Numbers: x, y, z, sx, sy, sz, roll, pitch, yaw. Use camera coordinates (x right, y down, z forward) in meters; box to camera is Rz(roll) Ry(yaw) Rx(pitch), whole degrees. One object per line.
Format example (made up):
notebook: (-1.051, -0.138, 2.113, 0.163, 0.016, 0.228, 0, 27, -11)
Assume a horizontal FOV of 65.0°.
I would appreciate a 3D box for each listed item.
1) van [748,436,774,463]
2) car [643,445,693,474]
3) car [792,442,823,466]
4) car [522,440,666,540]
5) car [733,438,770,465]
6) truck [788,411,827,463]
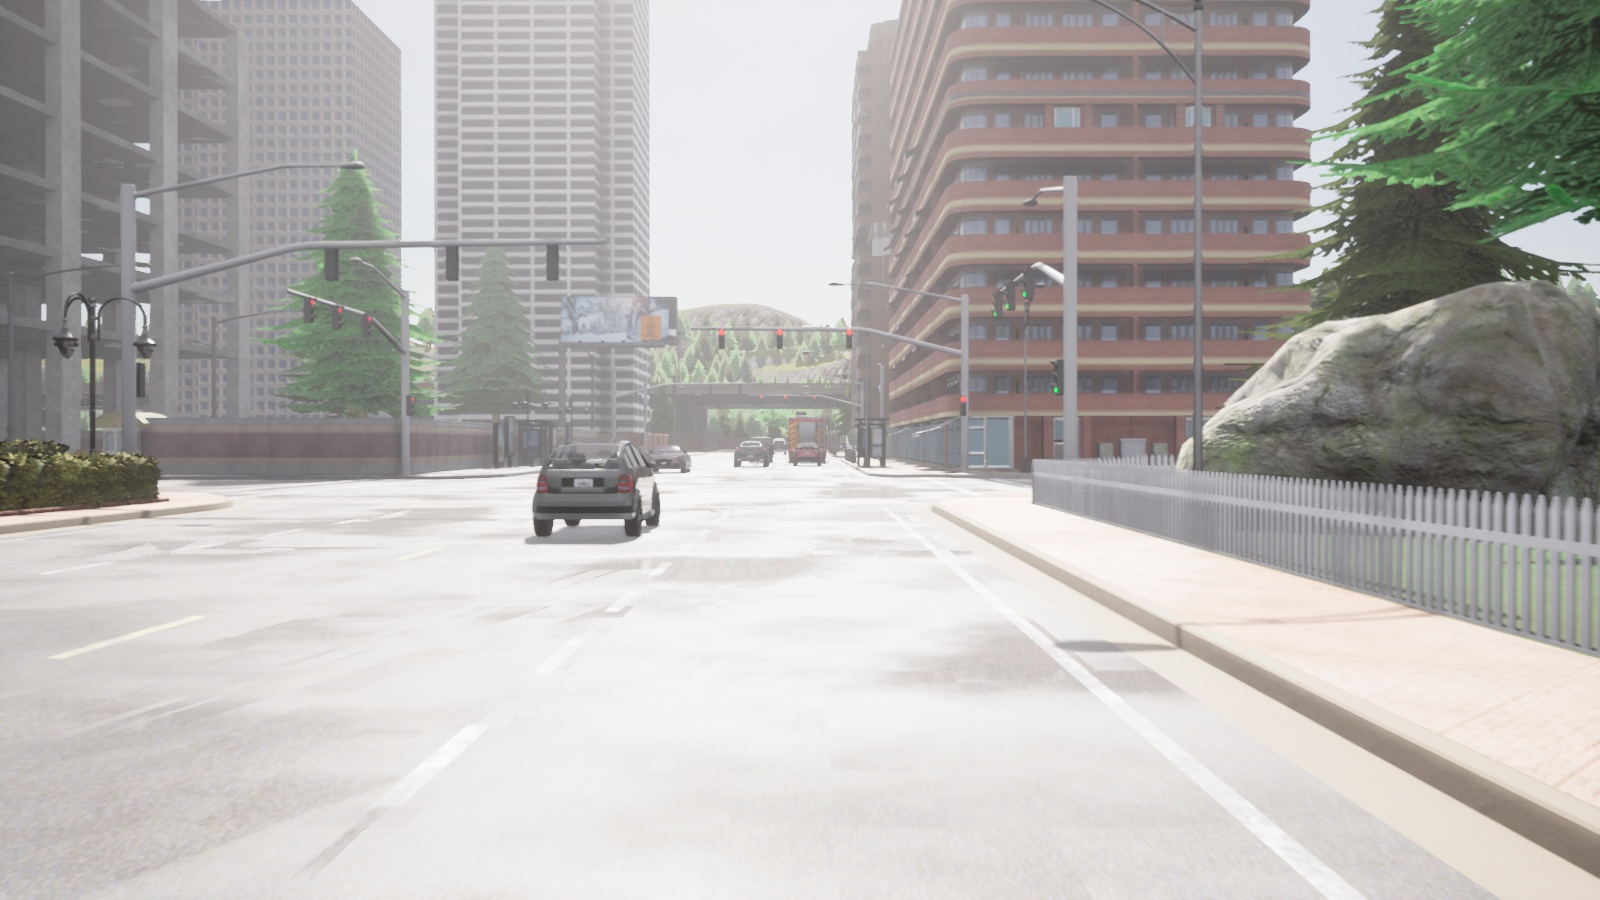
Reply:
van: (-2.948, -0.043, 95.731, 1.775, 1.987, 4.442, 0, 0, 0)
car: (-6.623, 0.448, 63.295, 1.994, 1.385, 4.181, 0, 0, 1)
car: (0.481, 0.225, 83.163, 2.007, 1.525, 4.514, 0, 0, 0)
car: (-3.365, 0.603, 21.155, 1.789, 1.549, 3.705, 0, 0, 0)
car: (-3.038, 0.073, 79.657, 2.152, 1.651, 5.027, 0, 0, 0)
truck: (0.558, -0.965, 96.783, 2.891, 3.827, 8.468, 0, 0, 0)
